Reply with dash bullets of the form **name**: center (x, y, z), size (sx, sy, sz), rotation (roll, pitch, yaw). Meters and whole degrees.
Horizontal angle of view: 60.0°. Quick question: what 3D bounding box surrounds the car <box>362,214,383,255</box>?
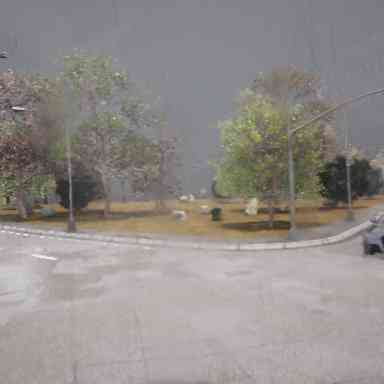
- **car**: center (7.248, 1.325, 11.354), size (1.994, 1.385, 4.181), rotation (-3, -1, 39)
